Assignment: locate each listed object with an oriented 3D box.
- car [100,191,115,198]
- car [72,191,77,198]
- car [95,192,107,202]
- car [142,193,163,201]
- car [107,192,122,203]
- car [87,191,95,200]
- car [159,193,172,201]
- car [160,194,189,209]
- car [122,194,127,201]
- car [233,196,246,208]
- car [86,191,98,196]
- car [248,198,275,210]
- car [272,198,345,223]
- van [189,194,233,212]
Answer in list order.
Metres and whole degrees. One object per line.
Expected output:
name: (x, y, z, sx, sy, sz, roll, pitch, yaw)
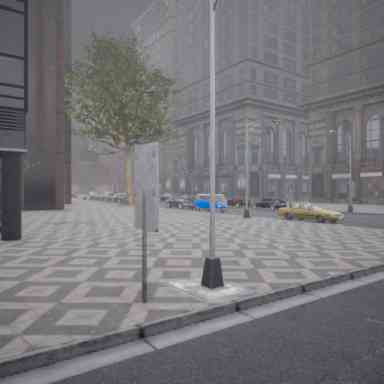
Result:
car: (-20.169, 0.588, 79.485, 1.887, 1.381, 4.507, 1, 0, -35)
car: (-27.147, 0.484, 74.592, 1.967, 1.590, 4.097, 1, 0, -35)
car: (-14.261, 0.911, 56.187, 2.008, 1.369, 4.403, 1, 0, -35)
car: (-7.282, 0.911, 61.082, 2.008, 1.369, 4.403, 1, 0, -35)
car: (-11.039, 0.992, 51.586, 2.008, 1.369, 4.403, 1, 0, -35)
car: (-17.483, 0.831, 60.788, 2.008, 1.369, 4.403, 1, 0, -35)
car: (-4.058, 0.881, 56.481, 1.967, 1.590, 4.097, 1, 0, -35)
car: (-1.372, 1.231, 37.778, 2.008, 1.369, 4.403, 1, 0, -35)
car: (-7.720, 1.051, 46.845, 1.752, 1.417, 4.829, 1, 0, -35)
car: (5.608, 1.224, 42.674, 1.887, 1.381, 4.507, 1, 0, -35)
car: (-26.613, 0.472, 88.687, 1.802, 1.307, 4.206, 1, 0, -35)
car: (8.828, 1.315, 38.073, 1.947, 1.339, 4.313, 1, 0, -35)
car: (8.393, 1.398, 23.829, 1.752, 1.417, 4.829, 1, 0, -35)
van: (1.852, 1.091, 33.175, 1.690, 1.788, 3.998, 1, 0, -35)
